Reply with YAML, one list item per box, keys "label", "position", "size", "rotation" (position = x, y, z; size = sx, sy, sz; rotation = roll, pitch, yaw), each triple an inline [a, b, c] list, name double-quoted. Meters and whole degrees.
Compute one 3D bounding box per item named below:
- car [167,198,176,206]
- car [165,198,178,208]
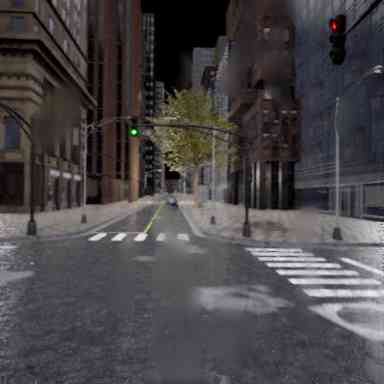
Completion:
- label: "car"
  position: [-4.059, 1.898, 65.866]
  size: [1.812, 1.442, 4.674]
  rotation: [1, 0, -3]
- label: "car"
  position: [-3.403, 1.713, 55.925]
  size: [2.097, 1.767, 4.553]
  rotation: [1, 0, -4]
